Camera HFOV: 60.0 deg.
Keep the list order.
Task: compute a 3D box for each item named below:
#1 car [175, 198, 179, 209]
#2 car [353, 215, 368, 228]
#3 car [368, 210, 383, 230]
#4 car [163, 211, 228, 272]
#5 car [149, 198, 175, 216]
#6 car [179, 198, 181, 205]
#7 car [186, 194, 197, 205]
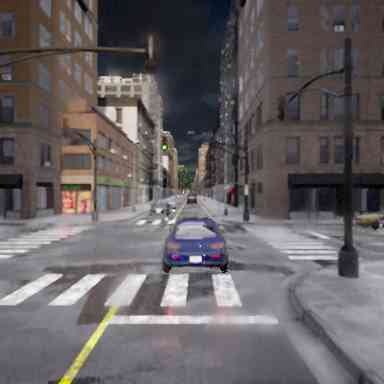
[{"bbox_3d":[-3.093,1.594,44.774,1.812,1.442,4.674,0,1,0],"label":"car"},{"bbox_3d":[12.418,1.553,20.464,4.829,1.417,1.752,0,0,1],"label":"car"},{"bbox_3d":[12.626,1.516,17.894,4.902,1.511,2.128,0,0,1],"label":"car"},{"bbox_3d":[0.097,1.545,10.784,1.812,1.442,4.674,0,0,0],"label":"car"},{"bbox_3d":[-3.101,1.545,33.064,2.128,1.511,4.902,0,0,-1],"label":"car"},{"bbox_3d":[-3.041,1.680,60.430,1.895,1.301,4.718,0,0,2],"label":"car"},{"bbox_3d":[-0.013,1.558,62.634,1.882,1.535,5.008,0,0,0],"label":"car"}]
